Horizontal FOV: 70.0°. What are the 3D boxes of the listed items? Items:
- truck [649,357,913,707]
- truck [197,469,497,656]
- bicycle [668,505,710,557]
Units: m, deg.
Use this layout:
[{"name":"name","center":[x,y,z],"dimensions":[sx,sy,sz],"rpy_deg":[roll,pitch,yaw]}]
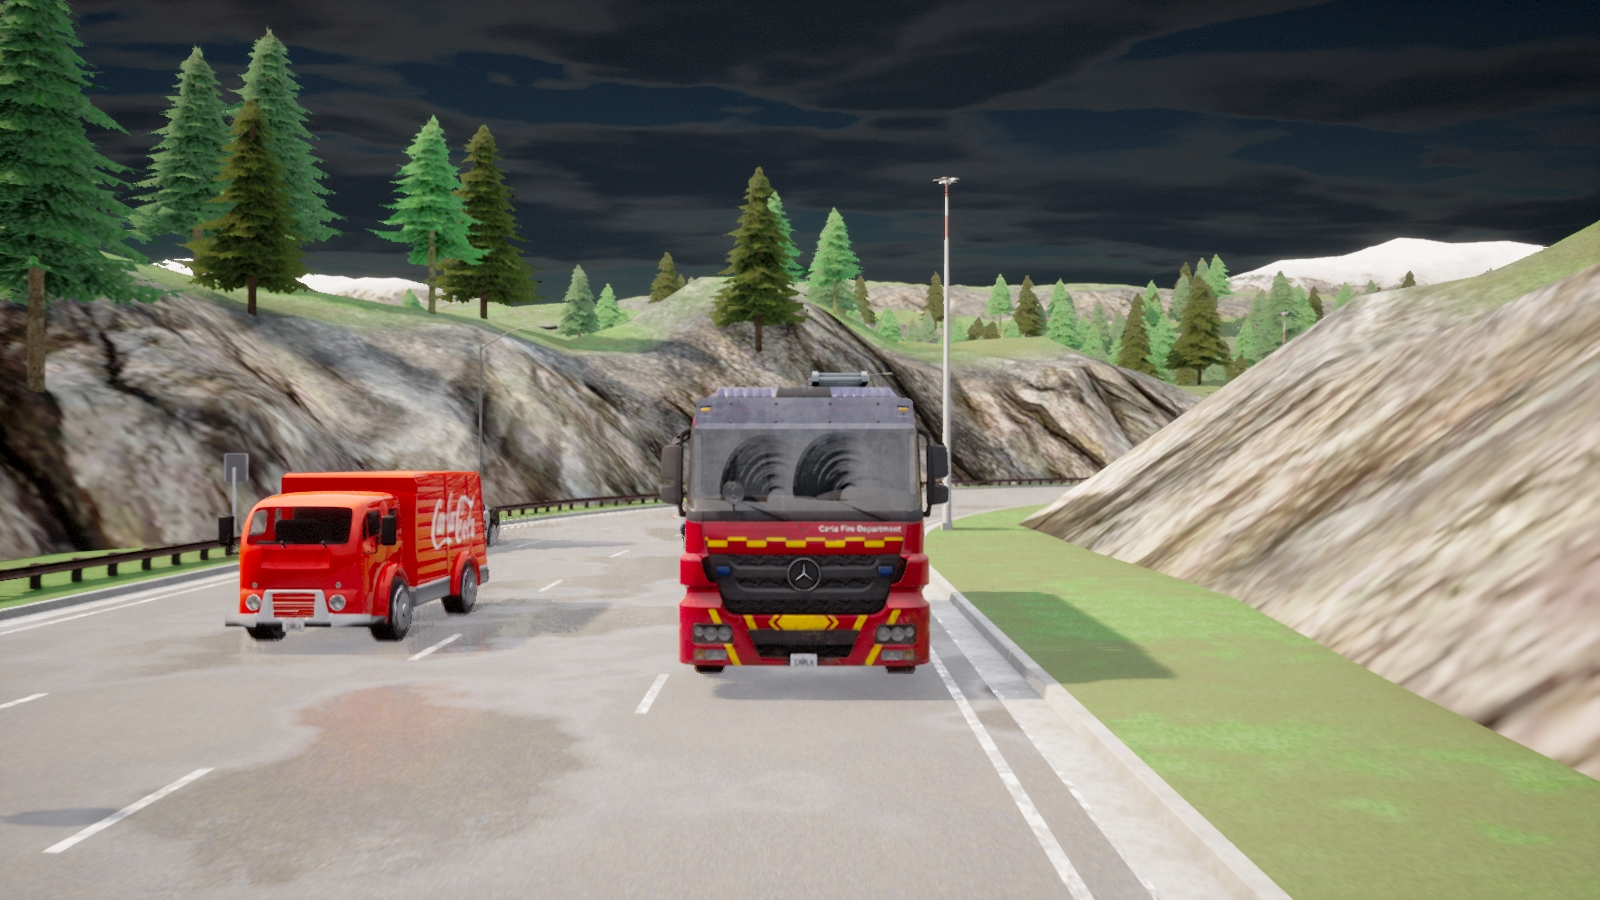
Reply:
[{"name":"truck","center":[-0.163,0.892,16.716],"dimensions":[2.891,3.827,8.468],"rpy_deg":[0,0,1]},{"name":"truck","center":[-6.866,1.573,18.171],"dimensions":[2.627,2.467,5.204],"rpy_deg":[0,0,1]},{"name":"bicycle","center":[-2.981,2.161,30.778],"dimensions":[0.859,1.277,1.487],"rpy_deg":[0,0,5]}]
